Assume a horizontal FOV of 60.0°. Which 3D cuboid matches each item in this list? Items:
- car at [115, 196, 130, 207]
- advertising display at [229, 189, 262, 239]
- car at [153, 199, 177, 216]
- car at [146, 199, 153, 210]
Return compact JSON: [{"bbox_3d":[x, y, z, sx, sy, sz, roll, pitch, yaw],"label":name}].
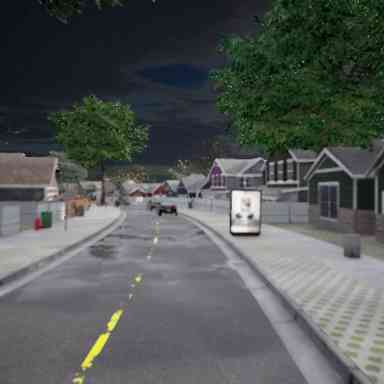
[{"bbox_3d":[-12.928,1.707,61.833,2.150,2.045,5.566,0,0,-19],"label":"car"},{"bbox_3d":[2.643,1.104,16.503,1.540,2.440,0.280,1,1,-4],"label":"advertising display"},{"bbox_3d":[-2.756,1.693,35.415,1.882,1.535,5.008,0,-1,-11],"label":"car"},{"bbox_3d":[-5.519,1.836,48.286,1.837,1.490,4.892,0,0,-17],"label":"car"}]
